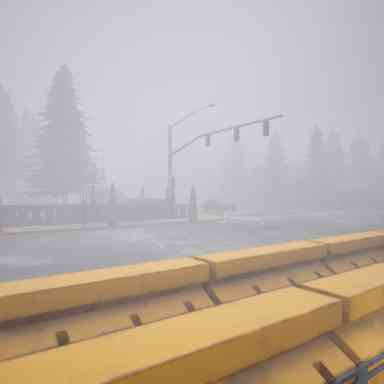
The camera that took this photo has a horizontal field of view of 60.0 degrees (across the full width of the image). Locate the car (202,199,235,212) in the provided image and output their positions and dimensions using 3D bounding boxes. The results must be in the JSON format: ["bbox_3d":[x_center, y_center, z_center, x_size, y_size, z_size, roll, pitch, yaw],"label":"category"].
[{"bbox_3d":[3.097,1.526,39.436,1.812,1.442,4.674,0,0,-36],"label":"car"}]
